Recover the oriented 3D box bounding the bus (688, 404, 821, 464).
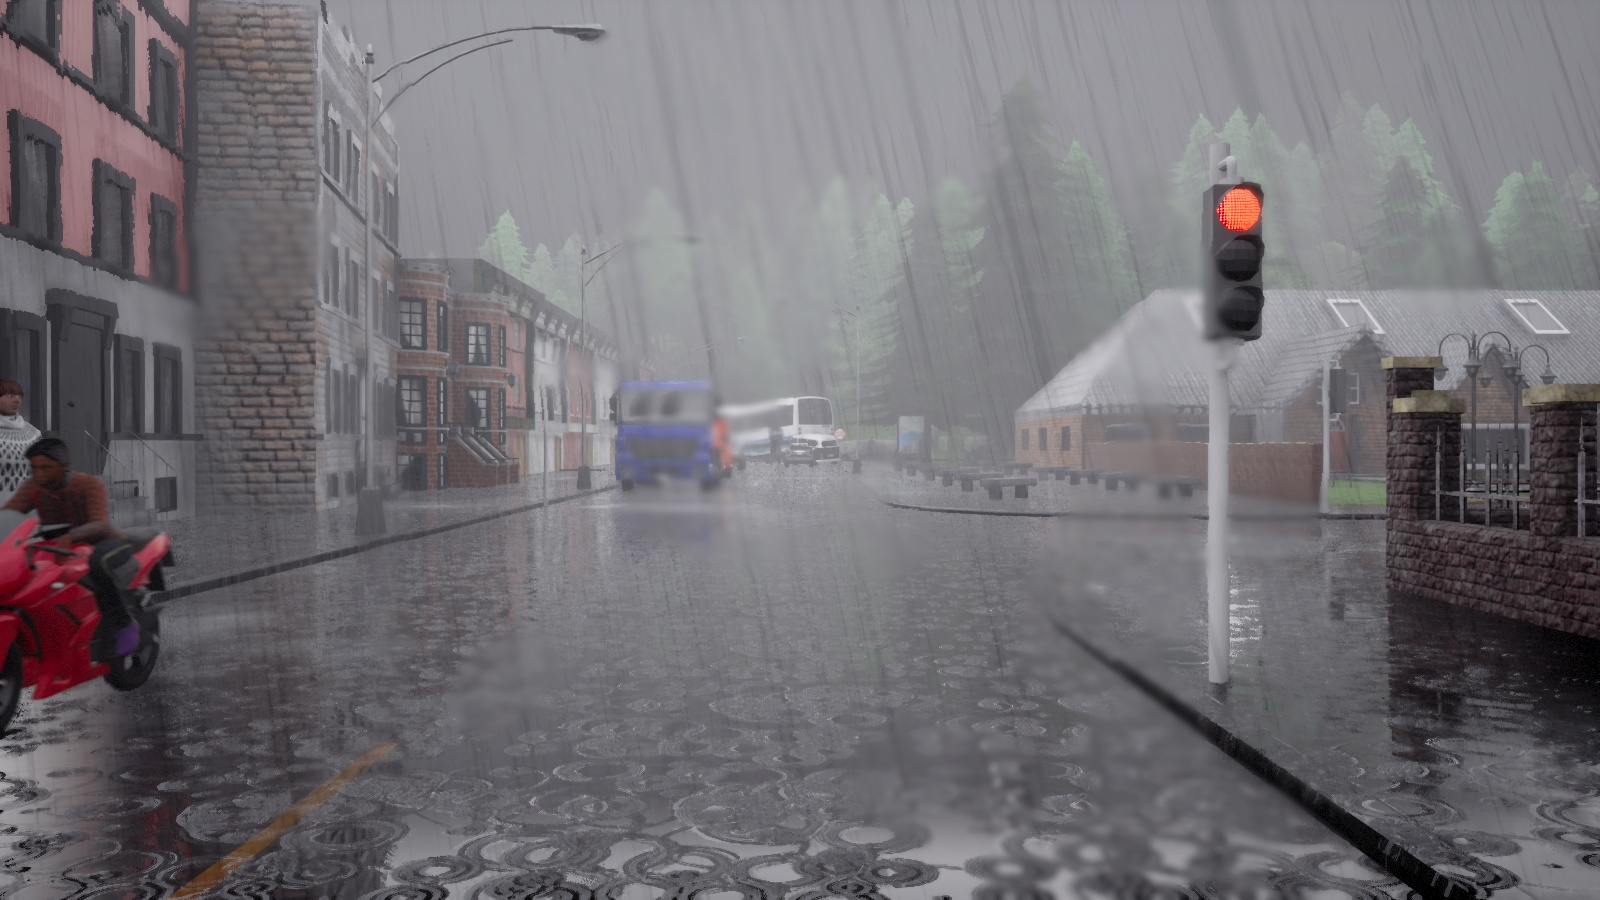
[{"bbox_3d":[-3.438,-1.163,97.745,3.944,4.253,10.273,-3,-2,45],"label":"bus"}]

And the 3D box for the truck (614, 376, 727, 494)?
[{"bbox_3d":[-4.047,-0.470,41.022,2.891,3.462,7.936,0,0,0],"label":"truck"}]

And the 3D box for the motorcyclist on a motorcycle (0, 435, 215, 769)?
[{"bbox_3d":[-4.016,0.687,6.751,0.797,1.523,2.044,0,0,0],"label":"motorcyclist on a motorcycle"}]

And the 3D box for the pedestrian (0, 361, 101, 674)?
[{"bbox_3d":[-5.228,0.420,8.297,0.873,1.952,0.659,0,0,21],"label":"pedestrian"}]

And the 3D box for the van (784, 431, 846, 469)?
[{"bbox_3d":[0.972,-0.050,83.445,2.069,2.038,4.480,-5,6,-29],"label":"van"}]

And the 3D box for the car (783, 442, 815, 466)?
[{"bbox_3d":[-0.034,0.264,79.399,1.970,1.475,3.806,0,0,0],"label":"car"}]

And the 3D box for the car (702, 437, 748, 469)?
[{"bbox_3d":[-4.042,0.136,68.438,2.152,1.651,5.027,0,0,0],"label":"car"}]

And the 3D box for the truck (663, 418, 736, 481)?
[{"bbox_3d":[-4.061,-0.035,51.564,2.627,2.467,5.204,0,0,0],"label":"truck"}]

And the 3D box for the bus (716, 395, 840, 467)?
[{"bbox_3d":[-1.762,-1.210,90.523,3.944,4.253,10.273,0,-4,-33],"label":"bus"}]
